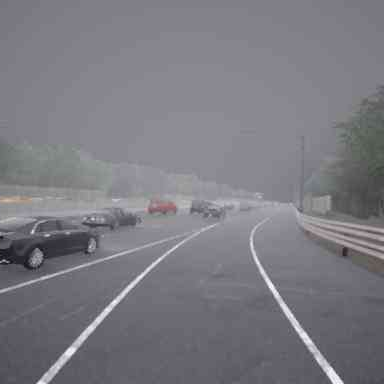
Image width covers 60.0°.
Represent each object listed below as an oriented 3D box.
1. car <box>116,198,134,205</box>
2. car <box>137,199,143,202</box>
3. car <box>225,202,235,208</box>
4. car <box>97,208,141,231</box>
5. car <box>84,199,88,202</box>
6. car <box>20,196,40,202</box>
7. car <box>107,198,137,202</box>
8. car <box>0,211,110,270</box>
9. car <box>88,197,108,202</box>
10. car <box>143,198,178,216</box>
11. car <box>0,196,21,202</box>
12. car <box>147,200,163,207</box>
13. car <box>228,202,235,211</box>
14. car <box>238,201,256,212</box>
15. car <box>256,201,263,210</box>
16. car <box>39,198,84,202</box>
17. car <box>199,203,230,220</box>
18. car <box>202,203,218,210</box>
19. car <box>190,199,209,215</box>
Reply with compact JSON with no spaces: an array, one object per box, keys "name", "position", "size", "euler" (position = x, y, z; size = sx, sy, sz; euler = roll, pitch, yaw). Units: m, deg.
[{"name":"car","position":[-15.141,2.178,75.822],"size":[1.837,1.490,4.892],"euler":[2,-1,17]},{"name":"car","position":[-11.682,2.331,75.183],"size":[2.128,1.511,4.902],"euler":[2,-1,17]},{"name":"car","position":[9.858,3.405,86.305],"size":[1.994,1.385,4.181],"euler":[2,-1,17]},{"name":"car","position":[-5.341,1.776,22.755],"size":[2.033,1.411,5.357],"euler":[2,-1,17]},{"name":"car","position":[-19.539,1.873,61.018],"size":[1.895,1.301,4.718],"euler":[2,-1,17]},{"name":"car","position":[-20.570,1.515,45.416],"size":[1.812,1.442,4.674],"euler":[2,-1,17]},{"name":"car","position":[-12.546,2.078,60.003],"size":[2.033,1.411,5.357],"euler":[2,-1,17]},{"name":"car","position":[-5.052,1.568,11.419],"size":[1.837,1.490,4.892],"euler":[2,-1,17]},{"name":"car","position":[-16.099,1.749,60.341],"size":[2.097,1.767,4.553],"euler":[2,-1,17]},{"name":"car","position":[-3.553,1.806,41.051],"size":[2.150,2.045,5.566],"euler":[2,-1,17]},{"name":"car","position":[-24.060,1.339,45.929],"size":[1.882,1.535,5.008],"euler":[2,-1,17]},{"name":"car","position":[-8.230,2.454,74.521],"size":[1.812,1.442,4.674],"euler":[2,-1,17]},{"name":"car","position":[6.935,2.881,64.137],"size":[1.812,1.442,4.674],"euler":[2,-1,17]},{"name":"car","position":[10.290,2.962,63.146],"size":[2.128,1.511,4.902],"euler":[2,-1,17]},{"name":"car","position":[15.424,3.519,80.464],"size":[1.994,1.385,4.181],"euler":[2,-1,17]},{"name":"car","position":[-17.258,1.649,44.293],"size":[2.033,1.411,5.357],"euler":[2,-1,17]},{"name":"car","position":[2.618,2.273,37.282],"size":[1.837,1.490,4.892],"euler":[2,-1,17]},{"name":"car","position":[3.578,2.803,65.126],"size":[1.994,1.385,4.181],"euler":[2,-1,17]},{"name":"car","position":[1.337,2.061,45.226],"size":[2.150,2.045,5.566],"euler":[2,-1,17]}]
